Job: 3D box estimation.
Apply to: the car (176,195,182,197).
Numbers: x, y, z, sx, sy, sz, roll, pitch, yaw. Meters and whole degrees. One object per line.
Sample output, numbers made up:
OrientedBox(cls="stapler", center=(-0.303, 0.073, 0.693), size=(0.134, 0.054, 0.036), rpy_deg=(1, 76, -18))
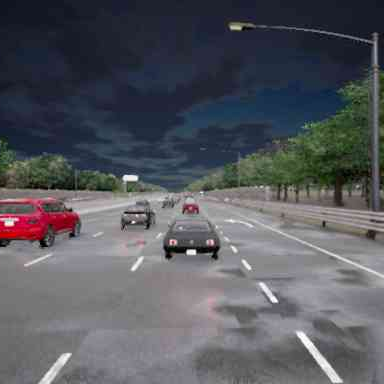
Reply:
OrientedBox(cls="car", center=(-4.308, 2.082, 89.049), size=(1.882, 1.535, 5.008), rpy_deg=(0, 0, -1))

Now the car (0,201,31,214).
OrientedBox(cls="car", center=(-21.227, 1.846, 39.810), size=(1.994, 1.385, 4.181), rpy_deg=(0, 0, 0))

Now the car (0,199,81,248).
OrientedBox(cls="car", center=(-7.024, 1.331, 15.492), size=(2.150, 2.045, 5.566), rpy_deg=(0, 0, 0))

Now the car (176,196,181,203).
OrientedBox(cls="car", center=(-4.033, 2.080, 72.237), size=(1.895, 1.301, 4.718), rpy_deg=(0, 0, -1))

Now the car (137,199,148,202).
OrientedBox(cls="car", center=(-7.247, 1.847, 49.025), size=(1.837, 1.490, 4.892), rpy_deg=(0, 0, -1))

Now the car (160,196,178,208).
OrientedBox(cls="car", center=(-3.815, 1.887, 55.418), size=(1.837, 1.490, 4.892), rpy_deg=(0, 0, -1))

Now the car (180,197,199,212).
OrientedBox(cls="car", center=(-0.174, 1.764, 41.034), size=(1.882, 1.535, 5.008), rpy_deg=(0, 0, 0))

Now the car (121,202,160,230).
OrientedBox(cls="car", center=(-3.553, 1.650, 22.636), size=(2.128, 1.511, 4.902), rpy_deg=(0, 0, 0))

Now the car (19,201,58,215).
OrientedBox(cls="car", center=(-17.723, 1.821, 38.685), size=(2.033, 1.411, 5.357), rpy_deg=(0, 0, 0))

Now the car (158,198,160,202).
OrientedBox(cls="car", center=(-7.766, 2.182, 86.674), size=(1.895, 1.301, 4.718), rpy_deg=(0, 0, -1))

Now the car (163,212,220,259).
OrientedBox(cls="car", center=(-0.017, 1.692, 13.057), size=(1.895, 1.301, 4.718), rpy_deg=(0, 0, 0))
